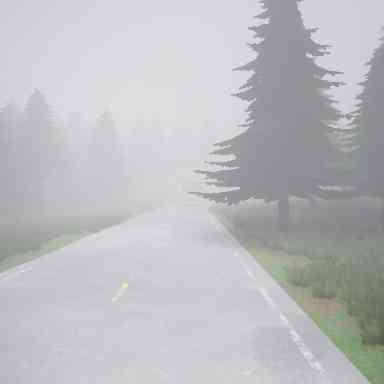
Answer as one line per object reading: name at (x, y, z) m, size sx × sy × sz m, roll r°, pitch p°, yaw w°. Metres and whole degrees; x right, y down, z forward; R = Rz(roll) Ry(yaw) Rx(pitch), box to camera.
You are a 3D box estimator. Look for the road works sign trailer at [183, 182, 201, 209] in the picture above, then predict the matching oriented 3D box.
road works sign trailer at (0.000, 0.464, 44.404) m, size 2.380 × 3.560 × 2.880 m, roll 0°, pitch 0°, yaw 0°
